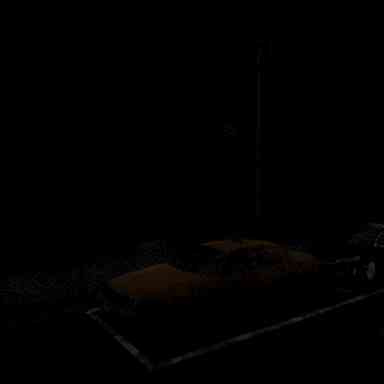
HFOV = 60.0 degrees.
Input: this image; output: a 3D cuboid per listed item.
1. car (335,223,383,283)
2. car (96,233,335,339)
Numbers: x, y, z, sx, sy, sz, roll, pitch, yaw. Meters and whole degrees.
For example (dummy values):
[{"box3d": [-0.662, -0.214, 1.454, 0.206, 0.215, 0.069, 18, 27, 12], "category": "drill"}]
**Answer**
[{"box3d": [5.157, 1.643, 9.877, 4.403, 1.369, 2.008, 1, 0, -36], "category": "car"}, {"box3d": [0.615, 1.565, 6.632, 4.829, 1.417, 1.752, 1, 0, -36], "category": "car"}]
